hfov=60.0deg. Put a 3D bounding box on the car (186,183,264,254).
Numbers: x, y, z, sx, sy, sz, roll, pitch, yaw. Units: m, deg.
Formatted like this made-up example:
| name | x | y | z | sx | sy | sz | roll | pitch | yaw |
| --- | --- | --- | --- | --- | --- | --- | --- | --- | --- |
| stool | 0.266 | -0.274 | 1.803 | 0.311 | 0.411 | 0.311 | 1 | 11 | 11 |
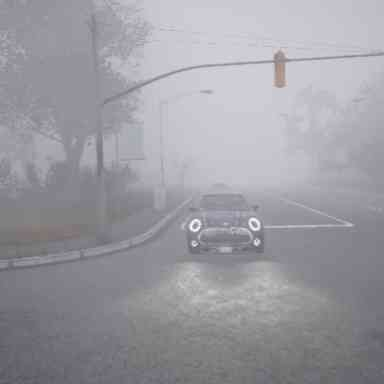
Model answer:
| name | x | y | z | sx | sy | sz | roll | pitch | yaw |
| --- | --- | --- | --- | --- | --- | --- | --- | --- | --- |
| car | 1.011 | 0.774 | 10.729 | 2.097 | 1.767 | 4.553 | -2 | 3 | 4 |
